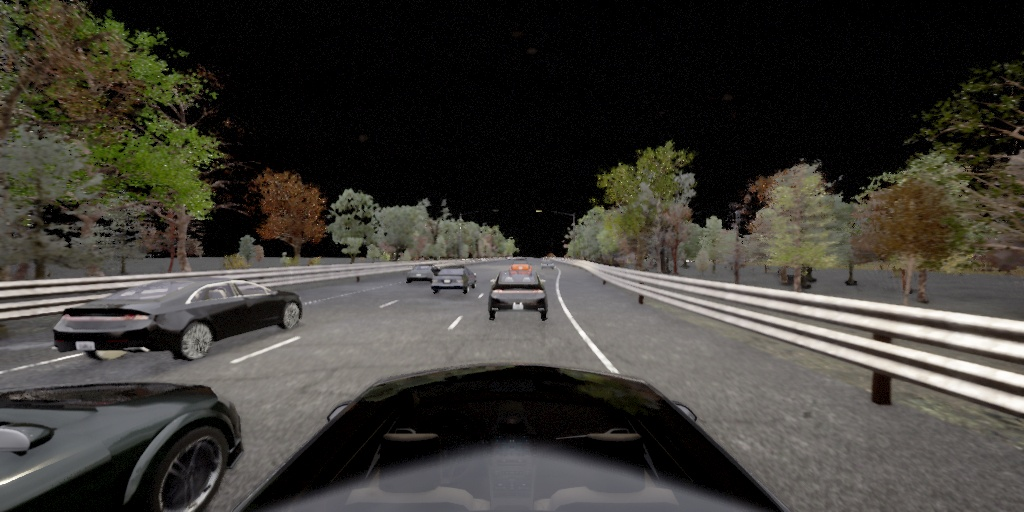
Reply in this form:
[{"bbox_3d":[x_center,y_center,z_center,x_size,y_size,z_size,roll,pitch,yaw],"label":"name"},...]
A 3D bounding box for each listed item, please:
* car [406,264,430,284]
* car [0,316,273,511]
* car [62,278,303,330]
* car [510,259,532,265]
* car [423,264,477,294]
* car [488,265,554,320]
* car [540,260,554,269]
[{"bbox_3d":[-6.439,1.304,26.986,1.994,1.385,4.181,0,0,2],"label":"car"},{"bbox_3d":[-3.380,1.312,1.450,1.994,1.385,4.181,0,0,0],"label":"car"},{"bbox_3d":[-6.845,1.235,8.197,2.128,1.511,4.902,0,0,0],"label":"car"},{"bbox_3d":[0.854,1.099,34.455,2.097,1.767,4.553,0,0,2],"label":"car"},{"bbox_3d":[-3.146,1.291,20.224,2.033,1.411,5.357,0,0,1],"label":"car"},{"bbox_3d":[0.211,1.239,12.631,2.128,1.511,4.902,0,0,1],"label":"car"},{"bbox_3d":[5.320,1.362,54.020,1.895,1.301,4.718,0,0,4],"label":"car"}]
